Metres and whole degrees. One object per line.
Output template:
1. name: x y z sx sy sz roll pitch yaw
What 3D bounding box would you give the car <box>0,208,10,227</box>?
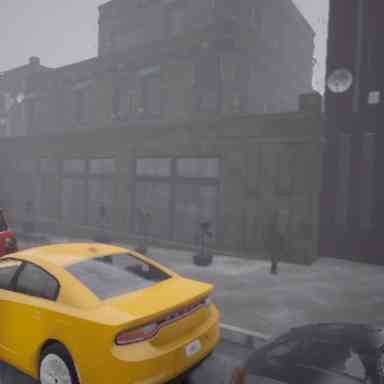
1. car: -6.430 1.312 8.116 5.566 2.045 2.435 -1 0 35

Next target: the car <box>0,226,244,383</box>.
1. car: -2.004 1.517 4.960 5.008 1.535 2.097 -1 0 35
